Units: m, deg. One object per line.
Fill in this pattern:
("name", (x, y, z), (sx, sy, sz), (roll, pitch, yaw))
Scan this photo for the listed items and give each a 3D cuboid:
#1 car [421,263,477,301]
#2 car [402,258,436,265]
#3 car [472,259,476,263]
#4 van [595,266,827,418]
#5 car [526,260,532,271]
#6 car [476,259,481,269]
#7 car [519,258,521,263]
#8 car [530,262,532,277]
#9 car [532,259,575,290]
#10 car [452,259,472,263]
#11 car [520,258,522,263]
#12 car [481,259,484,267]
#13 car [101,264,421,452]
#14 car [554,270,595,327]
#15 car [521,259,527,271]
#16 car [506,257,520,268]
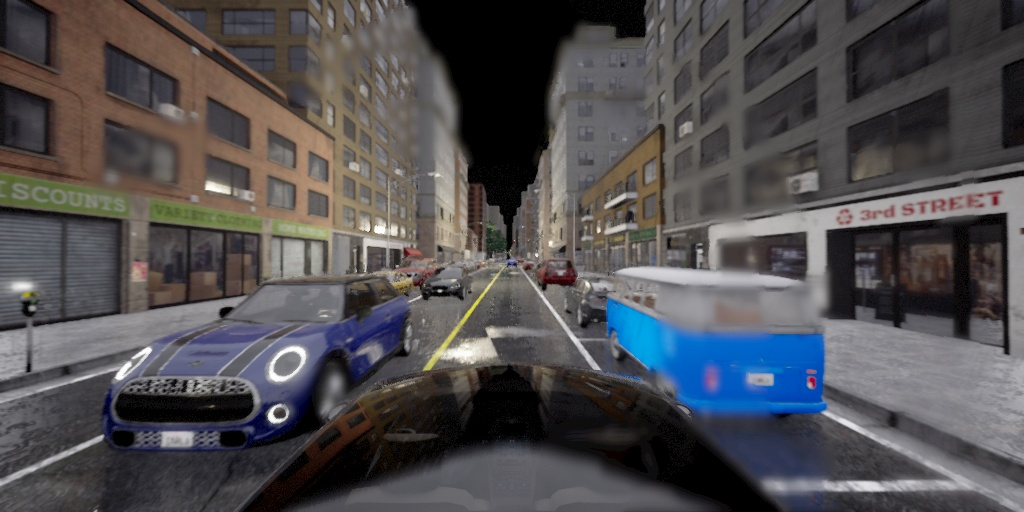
("car", (-3.033, 1.262, 17.617), (1.837, 1.490, 4.892), (0, -1, 1))
("car", (-5.860, 1.072, 22.165), (2.192, 1.841, 5.009), (0, 0, 0))
("car", (-5.863, 1.303, 43.967), (1.751, 1.417, 4.829), (0, 0, 0))
("van", (2.674, 1.092, 5.708), (1.690, 1.789, 3.998), (0, 0, 0))
("car", (2.667, 1.316, 33.165), (2.007, 1.370, 4.403), (0, 0, 0))
("car", (-5.864, 1.336, 49.629), (2.007, 1.370, 4.403), (0, 0, 0))
("car", (2.661, 1.354, 60.622), (2.007, 1.370, 4.403), (0, 0, 0))
("car", (2.669, 1.327, 27.674), (1.948, 1.339, 4.313), (0, 0, 0))
("car", (2.670, 1.072, 22.183), (2.192, 1.841, 5.009), (0, 0, 0))
("car", (-5.862, 1.211, 38.643), (1.967, 1.591, 4.097), (0, 0, 0))
("car", (2.662, 1.339, 55.130), (1.888, 1.381, 4.507), (0, 0, 0))
("car", (-5.864, 1.233, 55.122), (1.967, 1.591, 4.097), (0, 0, 0))
("car", (-3.086, 1.104, 5.556), (2.097, 1.767, 4.553), (0, 0, 0))
("car", (2.672, 1.303, 11.200), (2.007, 1.370, 4.403), (0, 0, 0))
("car", (2.664, 1.331, 49.639), (1.888, 1.381, 4.507), (0, 0, 0))
("car", (-0.009, 1.288, 64.123), (1.882, 1.535, 5.008), (0, 0, 0))
